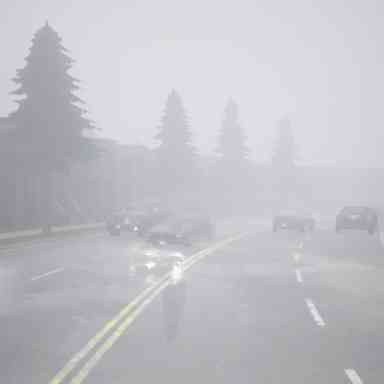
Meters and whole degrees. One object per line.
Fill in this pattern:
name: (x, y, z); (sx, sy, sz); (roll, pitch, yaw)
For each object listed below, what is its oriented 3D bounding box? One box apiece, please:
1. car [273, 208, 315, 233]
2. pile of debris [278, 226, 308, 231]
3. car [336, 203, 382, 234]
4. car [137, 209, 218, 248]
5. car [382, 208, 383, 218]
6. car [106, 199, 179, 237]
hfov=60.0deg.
car: (6.589, 1.779, 21.483); (1.812, 1.442, 4.674); (0, 0, 31)
pile of debris: (6.820, 2.444, 22.464); (1.500, 0.140, 1.860); (0, -1, 33)
car: (10.729, 1.615, 21.458); (2.097, 1.767, 4.553); (0, -1, 33)
car: (-0.271, 1.733, 16.163); (2.033, 1.411, 5.357); (0, -1, 22)
car: (17.709, 1.892, 33.714); (5.008, 1.535, 1.882); (0, -1, -38)
car: (-2.626, 1.440, 19.468); (2.150, 2.045, 5.566); (0, -1, 24)
